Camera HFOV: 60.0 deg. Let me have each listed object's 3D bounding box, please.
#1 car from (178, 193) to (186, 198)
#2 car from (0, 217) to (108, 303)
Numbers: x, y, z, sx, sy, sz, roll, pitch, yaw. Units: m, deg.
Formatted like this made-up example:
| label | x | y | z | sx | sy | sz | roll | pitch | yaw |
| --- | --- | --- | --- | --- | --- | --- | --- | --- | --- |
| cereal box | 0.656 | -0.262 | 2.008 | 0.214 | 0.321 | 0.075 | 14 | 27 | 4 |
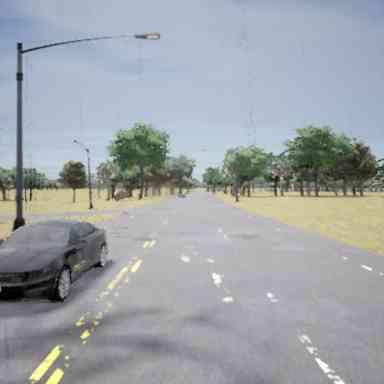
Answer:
| label | x | y | z | sx | sy | sz | roll | pitch | yaw |
| --- | --- | --- | --- | --- | --- | --- | --- | --- | --- |
| car | -2.807 | 1.029 | 94.391 | 1.994 | 1.385 | 4.181 | 0 | 1 | 1 |
| car | -3.551 | 1.473 | 8.452 | 1.882 | 1.535 | 5.008 | 0 | 0 | 0 |
